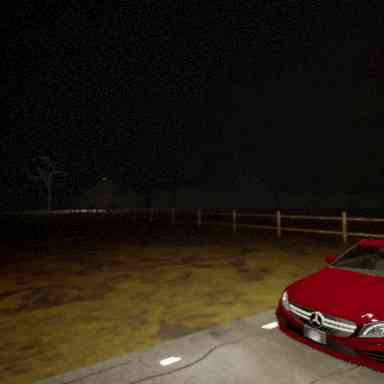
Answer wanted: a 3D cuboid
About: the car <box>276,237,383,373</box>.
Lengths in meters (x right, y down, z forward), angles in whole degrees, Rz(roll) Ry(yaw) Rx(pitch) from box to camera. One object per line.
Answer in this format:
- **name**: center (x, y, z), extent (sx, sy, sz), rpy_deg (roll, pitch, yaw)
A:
- **car**: center (3.432, 1.524, 5.504), extent (4.674, 1.442, 1.812), rpy_deg (0, 0, -35)
